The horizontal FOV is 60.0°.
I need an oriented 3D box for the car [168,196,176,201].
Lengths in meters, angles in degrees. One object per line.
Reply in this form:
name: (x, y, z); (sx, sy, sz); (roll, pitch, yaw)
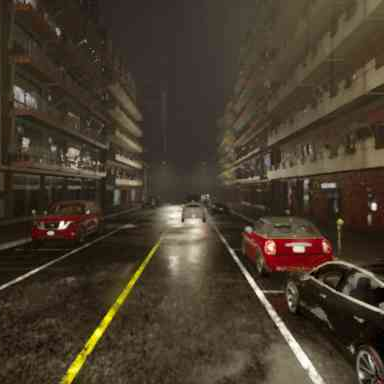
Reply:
car: (-5.668, 1.755, 94.338); (1.802, 1.307, 4.206); (-1, 0, 0)

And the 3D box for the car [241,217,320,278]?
car: (2.682, 1.458, 10.277); (1.967, 1.590, 4.097); (-1, 0, 0)

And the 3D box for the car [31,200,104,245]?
car: (-5.698, 1.343, 15.911); (2.192, 1.841, 5.009); (-1, 0, 0)

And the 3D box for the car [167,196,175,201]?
car: (-5.672, 1.717, 83.134); (1.947, 1.339, 4.313); (-1, 0, 0)

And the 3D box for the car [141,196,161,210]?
car: (-5.685, 1.628, 43.920); (2.008, 1.369, 4.403); (-1, 0, 0)

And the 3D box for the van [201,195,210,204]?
van: (2.700, 1.459, 66.298); (1.690, 1.788, 3.998); (-1, 0, 0)

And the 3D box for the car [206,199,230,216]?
car: (2.691, 1.623, 32.685); (1.947, 1.339, 4.313); (-1, 0, 0)

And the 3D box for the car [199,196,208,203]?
car: (2.706, 1.684, 77.501); (1.887, 1.381, 4.507); (-1, 0, 0)

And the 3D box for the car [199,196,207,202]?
car: (2.708, 1.716, 83.102); (1.947, 1.339, 4.313); (-1, 0, 0)

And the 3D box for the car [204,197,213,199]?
car: (2.693, 1.617, 38.288); (2.008, 1.369, 4.403); (-1, 0, 0)

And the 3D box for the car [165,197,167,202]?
car: (-5.681, 1.679, 55.124); (1.802, 1.307, 4.206); (-1, 0, 0)

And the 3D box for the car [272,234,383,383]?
car: (2.682, 1.574, 4.675); (1.947, 1.339, 4.313); (-1, 0, 0)

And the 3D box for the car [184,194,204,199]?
car: (0.120, 1.299, 43.904); (2.150, 2.045, 5.566); (0, 0, 0)

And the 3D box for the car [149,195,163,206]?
car: (-5.686, 1.402, 49.523); (2.192, 1.841, 5.009); (-1, 0, 0)

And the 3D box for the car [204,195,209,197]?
car: (2.697, 1.537, 55.094); (1.967, 1.590, 4.097); (-1, 0, 0)

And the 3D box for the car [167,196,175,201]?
car: (-5.671, 1.706, 88.737); (1.887, 1.381, 4.507); (-1, 0, 0)

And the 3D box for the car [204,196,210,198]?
car: (2.695, 1.602, 44.059); (1.752, 1.417, 4.829); (-1, 0, 0)

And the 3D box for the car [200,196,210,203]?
car: (2.705, 1.679, 71.899); (2.008, 1.369, 4.403); (-1, 0, 0)

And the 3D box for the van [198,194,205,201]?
van: (2.709, 1.514, 94.307); (1.690, 1.788, 3.998); (-1, 0, 0)

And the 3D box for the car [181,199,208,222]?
car: (0.110, 1.573, 26.715); (1.812, 1.442, 4.674); (0, 0, 0)
